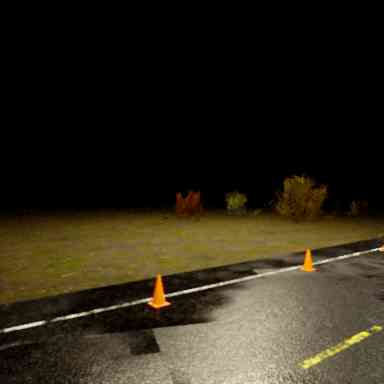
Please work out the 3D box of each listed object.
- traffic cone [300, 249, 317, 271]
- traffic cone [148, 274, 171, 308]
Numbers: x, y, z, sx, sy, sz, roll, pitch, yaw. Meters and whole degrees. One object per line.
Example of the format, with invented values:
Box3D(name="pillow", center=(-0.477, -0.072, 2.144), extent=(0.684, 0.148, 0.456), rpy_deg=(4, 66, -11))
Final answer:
Box3D(name="traffic cone", center=(3.364, 1.940, 9.599), extent=(0.340, 0.580, 0.340), rpy_deg=(0, 0, -36))
Box3D(name="traffic cone", center=(-0.657, 1.951, 6.667), extent=(0.340, 0.580, 0.340), rpy_deg=(0, 0, -36))
